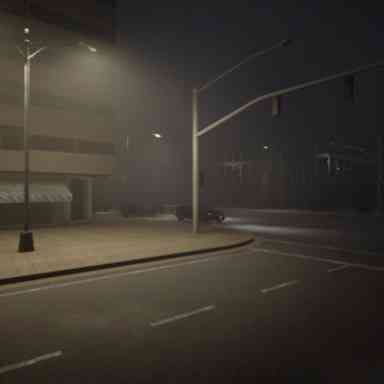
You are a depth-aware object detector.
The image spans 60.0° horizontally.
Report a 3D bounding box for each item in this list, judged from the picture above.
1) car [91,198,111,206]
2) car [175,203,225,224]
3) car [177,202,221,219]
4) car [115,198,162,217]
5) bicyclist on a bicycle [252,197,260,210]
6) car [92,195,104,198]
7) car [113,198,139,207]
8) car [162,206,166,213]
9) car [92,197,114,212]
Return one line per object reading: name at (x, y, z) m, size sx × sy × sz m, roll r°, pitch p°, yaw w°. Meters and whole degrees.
car at (-17.712, 1.890, 64.615) m, size 1.895 × 1.301 × 4.718 m, roll 0°, pitch 0°, yaw -40°
car at (0.578, 1.638, 26.735) m, size 2.128 × 1.511 × 4.902 m, roll 0°, pitch 0°, yaw -40°
car at (0.593, 1.729, 32.141) m, size 1.994 × 1.385 × 4.181 m, roll 0°, pitch 0°, yaw -40°
car at (-5.560, 1.654, 33.975) m, size 1.882 × 1.535 × 5.008 m, roll 0°, pitch 0°, yaw -41°
bicyclist on a bicycle at (8.085, 1.493, 41.829) m, size 1.656 × 1.620 × 0.582 m, roll 0°, pitch 0°, yaw -40°
car at (-14.259, 1.459, 49.627) m, size 2.150 × 2.045 × 5.566 m, roll 0°, pitch -1°, yaw -41°
car at (-11.425, 1.807, 57.300) m, size 2.033 × 1.411 × 5.357 m, roll 0°, pitch 0°, yaw -40°
car at (-5.081, 1.793, 38.814) m, size 1.895 × 1.301 × 4.718 m, roll 0°, pitch 0°, yaw -40°
car at (-12.369, 1.756, 41.984) m, size 2.033 × 1.411 × 5.357 m, roll 0°, pitch 0°, yaw -40°
